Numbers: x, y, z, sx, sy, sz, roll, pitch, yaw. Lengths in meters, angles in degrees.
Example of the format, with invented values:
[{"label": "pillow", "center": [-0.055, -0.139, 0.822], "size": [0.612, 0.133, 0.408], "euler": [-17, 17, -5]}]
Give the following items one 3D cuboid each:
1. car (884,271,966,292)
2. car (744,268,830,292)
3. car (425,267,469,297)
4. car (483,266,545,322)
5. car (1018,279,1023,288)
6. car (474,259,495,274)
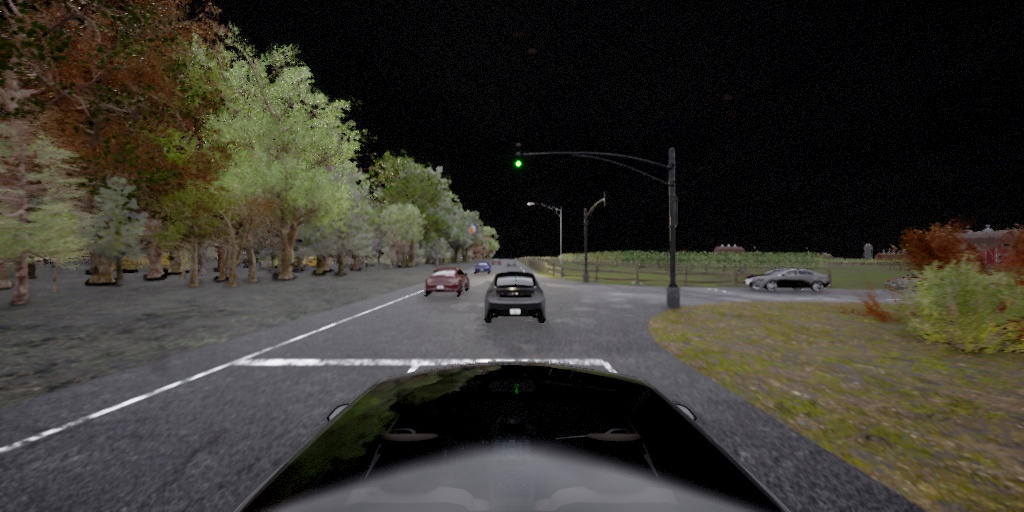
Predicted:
[{"label": "car", "center": [27.366, 1.684, 23.551], "size": [4.674, 1.442, 1.812], "euler": [1, -1, 0]}, {"label": "car", "center": [17.977, 1.547, 23.604], "size": [4.902, 1.511, 2.128], "euler": [1, -1, 1]}, {"label": "car", "center": [-3.420, 1.323, 19.364], "size": [1.812, 1.442, 4.674], "euler": [0, 0, 0]}, {"label": "car", "center": [0.088, 1.286, 12.432], "size": [1.837, 1.490, 4.892], "euler": [0, 0, 0]}, {"label": "car", "center": [31.440, 1.608, 19.840], "size": [5.008, 1.535, 1.882], "euler": [1, -1, 0]}, {"label": "car", "center": [-3.448, 1.382, 43.445], "size": [1.812, 1.442, 4.674], "euler": [0, 0, 0]}]
